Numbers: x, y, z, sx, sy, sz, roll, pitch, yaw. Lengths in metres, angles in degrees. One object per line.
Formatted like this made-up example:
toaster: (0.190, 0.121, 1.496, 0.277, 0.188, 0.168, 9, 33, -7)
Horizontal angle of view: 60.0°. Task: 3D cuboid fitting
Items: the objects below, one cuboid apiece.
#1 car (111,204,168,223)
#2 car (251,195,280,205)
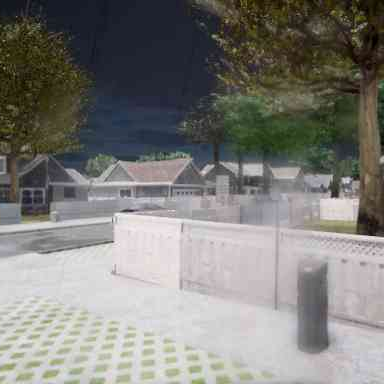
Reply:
car: (-3.349, 1.479, 22.264, 1.994, 1.385, 4.181, 0, 0, 36)
car: (8.705, 1.166, 39.129, 2.097, 1.767, 4.553, 0, 0, 36)
